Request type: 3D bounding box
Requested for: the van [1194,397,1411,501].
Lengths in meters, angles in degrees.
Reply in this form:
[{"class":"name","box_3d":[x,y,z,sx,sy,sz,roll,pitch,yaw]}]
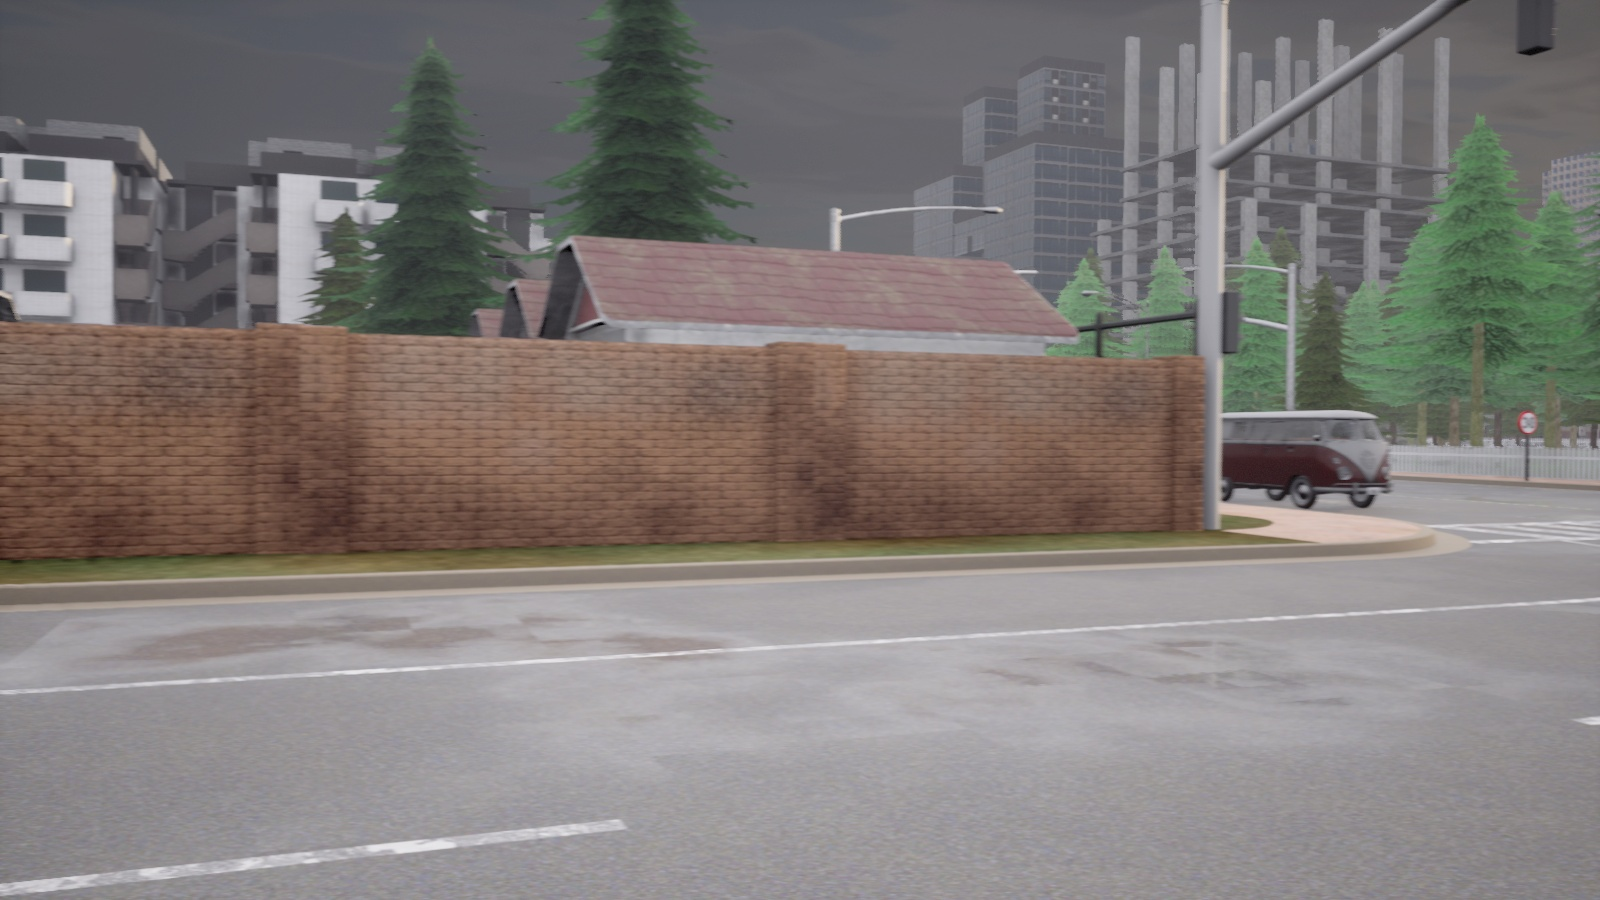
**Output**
[{"class":"van","box_3d":[10.488,-0.061,26.602,1.775,1.987,4.442,-1,1,-19]}]
